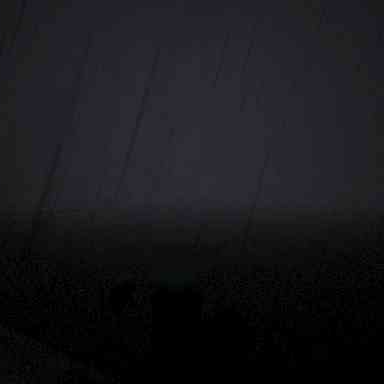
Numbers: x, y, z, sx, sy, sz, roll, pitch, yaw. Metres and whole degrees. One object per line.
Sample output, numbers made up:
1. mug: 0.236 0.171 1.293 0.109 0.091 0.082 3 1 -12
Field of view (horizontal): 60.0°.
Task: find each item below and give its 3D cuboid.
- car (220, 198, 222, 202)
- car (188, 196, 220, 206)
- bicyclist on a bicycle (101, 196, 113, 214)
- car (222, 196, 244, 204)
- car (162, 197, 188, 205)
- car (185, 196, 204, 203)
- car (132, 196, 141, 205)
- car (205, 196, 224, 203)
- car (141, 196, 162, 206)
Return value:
1. car: 7.714 1.563 67.774 1.994 1.385 4.181 0 0 35
2. car: 2.031 1.478 53.612 1.882 1.535 5.008 0 0 35
3. bicyclist on a bicycle: -8.025 1.156 31.722 1.656 1.620 0.582 33 17 27
4. car: 7.995 1.601 62.230 1.895 1.301 4.718 0 0 35
5. car: -2.079 1.492 53.741 2.128 1.511 4.902 0 0 35
6. car: 0.652 1.564 69.891 1.994 1.385 4.181 0 0 35
7. car: -8.147 1.477 57.280 1.882 1.535 5.008 0 0 35
8. car: 4.736 1.563 69.622 1.994 1.385 4.181 0 0 35
9. car: -5.629 1.477 54.771 1.882 1.535 5.008 0 0 35
